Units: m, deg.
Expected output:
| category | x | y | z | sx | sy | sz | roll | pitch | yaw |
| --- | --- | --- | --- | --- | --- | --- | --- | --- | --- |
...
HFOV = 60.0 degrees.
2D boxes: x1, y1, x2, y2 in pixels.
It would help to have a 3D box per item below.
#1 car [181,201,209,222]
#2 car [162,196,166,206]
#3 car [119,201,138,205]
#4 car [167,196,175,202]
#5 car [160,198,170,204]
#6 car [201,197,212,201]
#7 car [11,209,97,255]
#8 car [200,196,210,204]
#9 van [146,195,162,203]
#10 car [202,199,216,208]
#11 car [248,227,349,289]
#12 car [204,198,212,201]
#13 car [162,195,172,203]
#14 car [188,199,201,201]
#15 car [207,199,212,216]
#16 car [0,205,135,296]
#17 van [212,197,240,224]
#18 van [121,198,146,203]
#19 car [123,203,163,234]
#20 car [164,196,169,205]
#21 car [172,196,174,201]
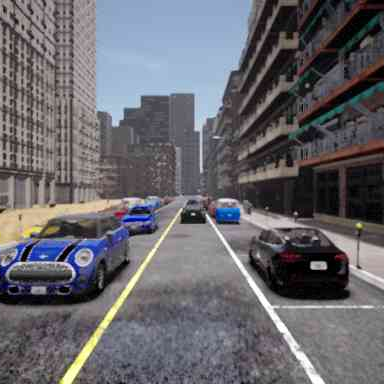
| category | x | y | z | sx | sy | sz | roll | pitch | yaw |
| --- | --- | --- | --- | --- | --- | --- | --- | --- | --- |
| car | 0.108 | 1.673 | 27.137 | 1.994 | 1.385 | 4.181 | 0 | 0 | 0 |
| car | -5.680 | 1.807 | 53.350 | 1.802 | 1.307 | 4.206 | 0 | 0 | 0 |
| car | -5.688 | 1.648 | 25.713 | 1.887 | 1.381 | 4.507 | 0 | 0 | 0 |
| car | -5.669 | 1.858 | 92.044 | 1.967 | 1.590 | 4.097 | 0 | 0 | 0 |
| car | -5.675 | 1.887 | 69.933 | 1.802 | 1.307 | 4.206 | 0 | 0 | 0 |
| car | 2.695 | 1.489 | 42.294 | 2.192 | 1.841 | 5.009 | 0 | 0 | 0 |
| car | -5.692 | 1.583 | 14.487 | 1.752 | 1.417 | 4.829 | 0 | 0 | 0 |
| car | 2.705 | 1.745 | 69.931 | 1.967 | 1.590 | 4.097 | 0 | 0 | 0 |
| van | -5.683 | 1.540 | 47.824 | 1.690 | 1.788 | 3.998 | 0 | 0 | 0 |
| car | 2.701 | 1.790 | 53.347 | 1.947 | 1.339 | 4.313 | 0 | 0 | 0 |
| car | 2.686 | 1.602 | 9.127 | 1.947 | 1.339 | 4.313 | 0 | 0 | 0 |
| car | 2.696 | 1.700 | 36.764 | 2.008 | 1.369 | 4.403 | 0 | 0 | 0 |
| car | -5.678 | 1.593 | 64.407 | 2.192 | 1.841 | 5.009 | 0 | 0 | 0 |
| car | 0.114 | 1.694 | 45.611 | 1.837 | 1.490 | 4.892 | 0 | 0 | 0 |
| car | 2.694 | 1.671 | 31.237 | 1.887 | 1.381 | 4.507 | 0 | 0 | 0 |
| car | -3.056 | 1.387 | 8.916 | 2.097 | 1.767 | 4.553 | 0 | 0 | 0 |
| van | 2.691 | 1.444 | 25.710 | 1.690 | 1.788 | 3.998 | 0 | 0 | 0 |
| van | -5.688 | 1.468 | 31.241 | 1.690 | 1.788 | 3.998 | 0 | 0 | 0 |
| car | -3.066 | 1.606 | 20.020 | 1.812 | 1.442 | 4.674 | 0 | 0 | 0 |
| car | -5.678 | 1.802 | 58.879 | 2.008 | 1.369 | 4.403 | 0 | 0 | 0 |
| car | -5.673 | 1.878 | 75.461 | 1.887 | 1.381 | 4.507 | 0 | 0 | 0 |
